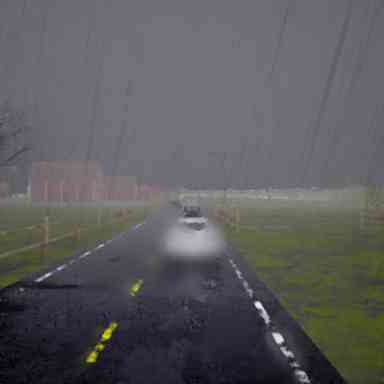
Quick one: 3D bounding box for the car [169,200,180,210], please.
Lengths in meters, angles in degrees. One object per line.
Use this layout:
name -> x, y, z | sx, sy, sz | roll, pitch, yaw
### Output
car -> -2.808, 2.154, 56.917 | 2.097, 1.767, 4.553 | 0, -1, 1

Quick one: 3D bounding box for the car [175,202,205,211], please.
car -> 0.040, 1.868, 27.262 | 2.128, 1.511, 4.902 | 0, -1, 1

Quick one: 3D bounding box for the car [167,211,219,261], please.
car -> 0.049, 1.705, 13.031 | 1.812, 1.442, 4.674 | 0, -1, 1
